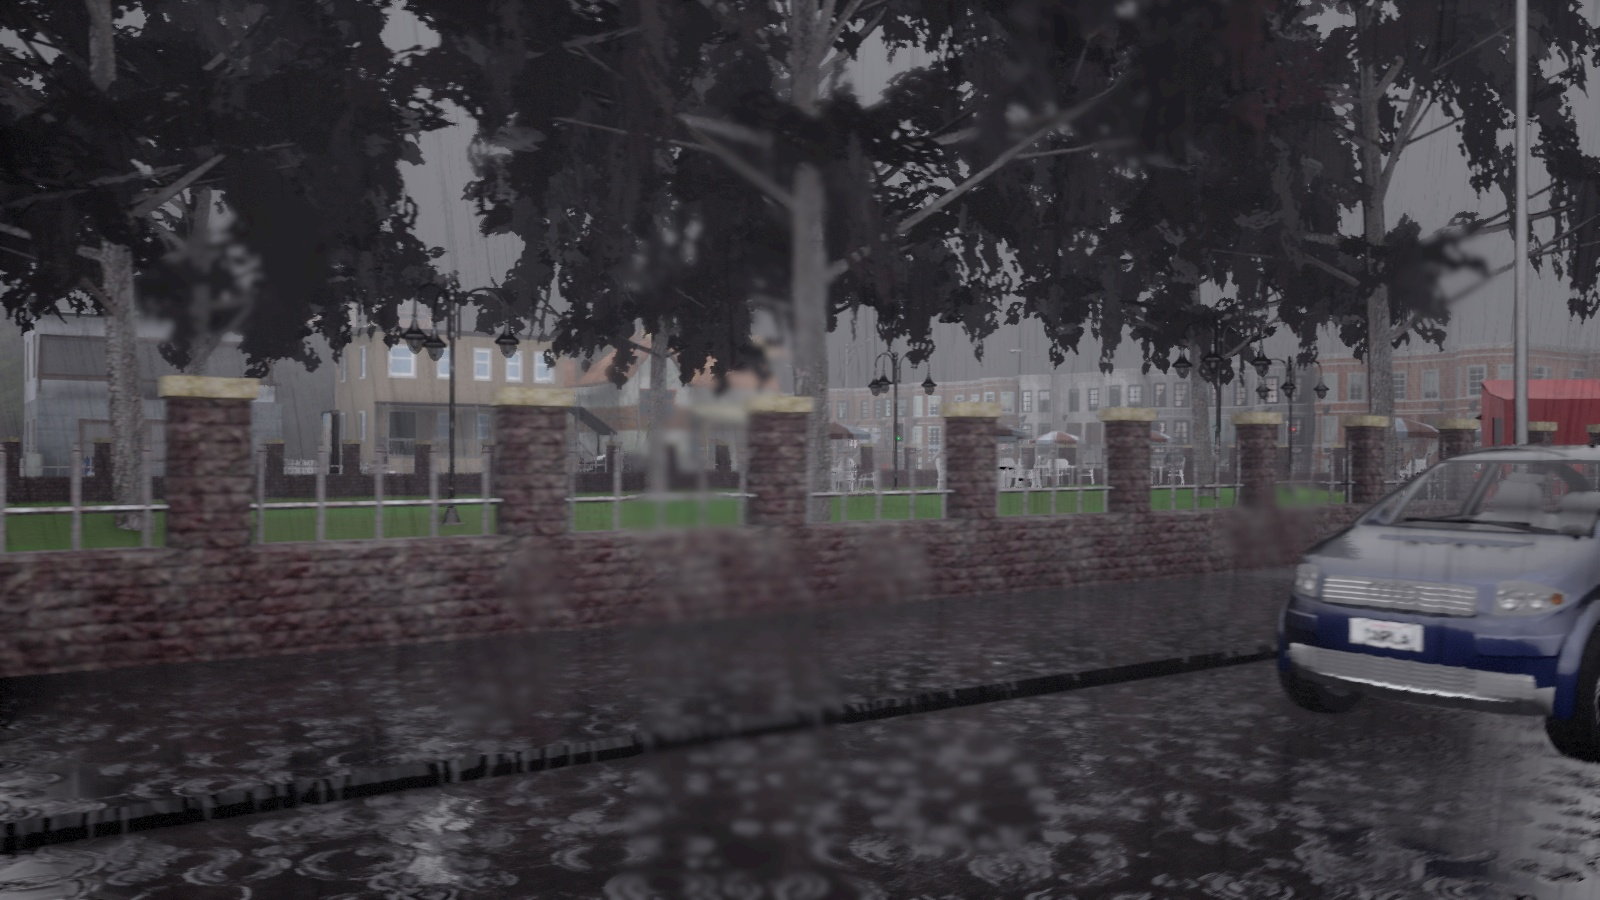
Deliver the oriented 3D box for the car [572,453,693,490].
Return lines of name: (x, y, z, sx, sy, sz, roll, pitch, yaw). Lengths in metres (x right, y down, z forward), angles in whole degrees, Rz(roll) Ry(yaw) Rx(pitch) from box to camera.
car: (-7.228, 0.899, 54.394, 4.892, 1.490, 1.837, 0, 0, -35)

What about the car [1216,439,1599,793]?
car: (4.343, 0.732, 7.295, 3.705, 1.549, 1.789, 0, 0, -35)
